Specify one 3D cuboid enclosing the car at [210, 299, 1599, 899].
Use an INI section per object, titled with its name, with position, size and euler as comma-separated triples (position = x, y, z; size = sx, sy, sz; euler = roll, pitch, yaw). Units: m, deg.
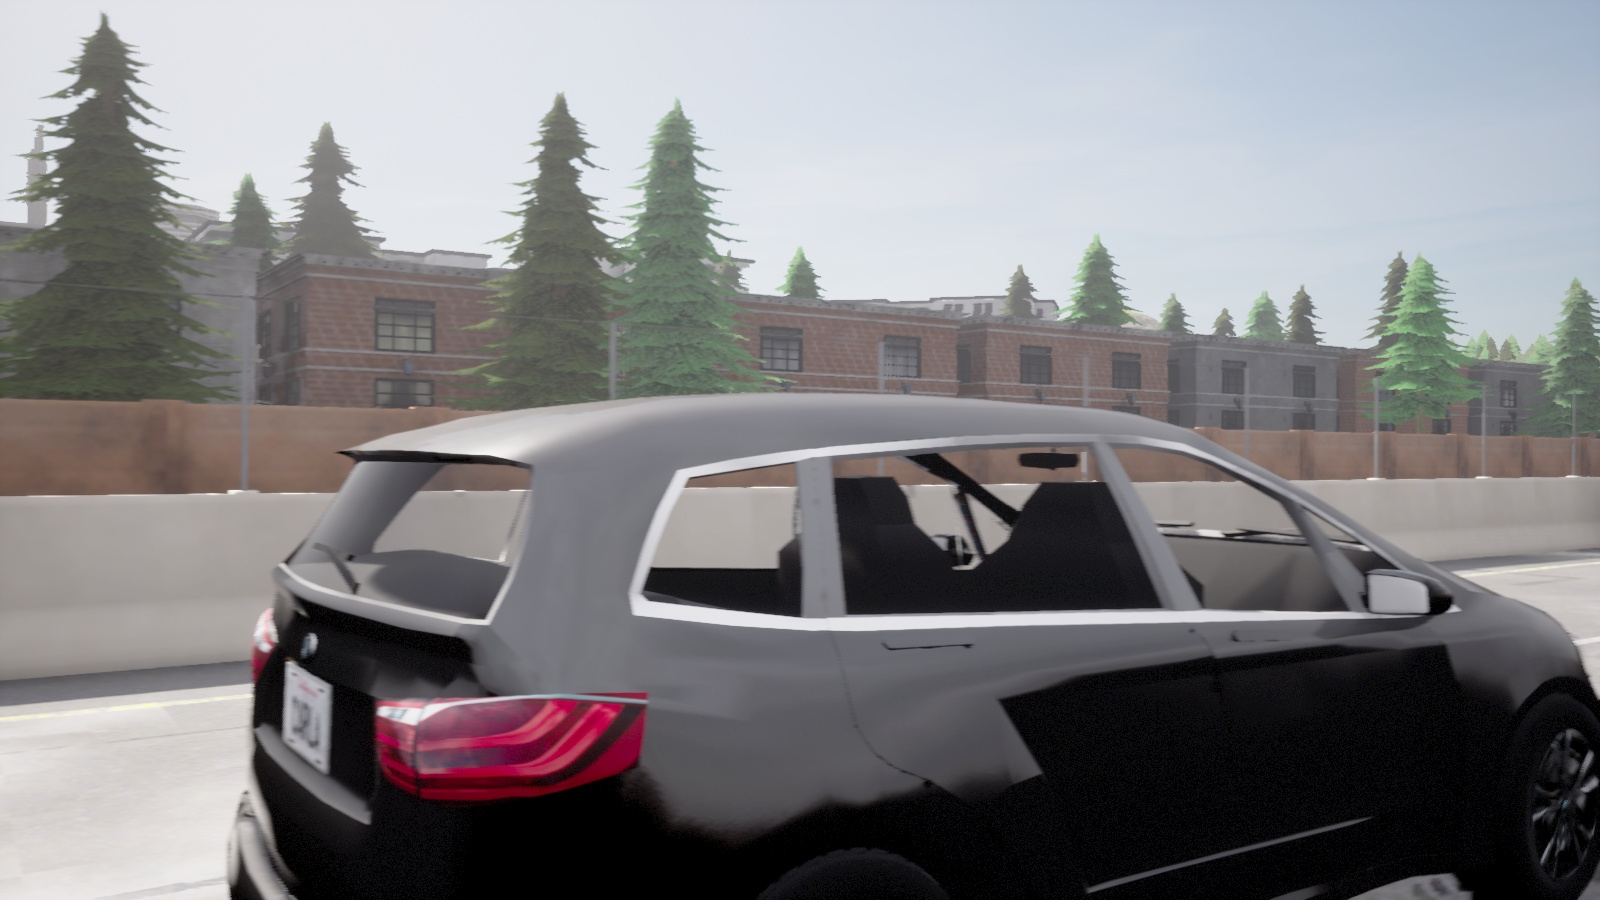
[car]
position = 0.755, 0.608, 4.188
size = 4.611, 1.667, 2.242
euler = 0, 0, -35
